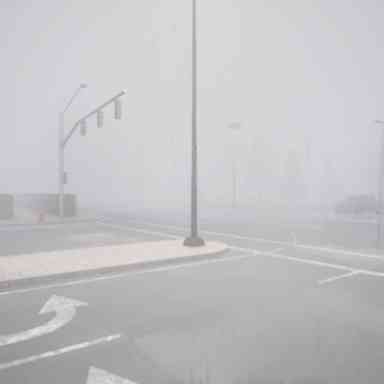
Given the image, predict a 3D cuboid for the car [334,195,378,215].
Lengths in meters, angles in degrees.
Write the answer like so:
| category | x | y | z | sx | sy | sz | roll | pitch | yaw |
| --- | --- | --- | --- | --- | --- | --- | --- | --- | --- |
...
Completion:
| category | x | y | z | sx | sy | sz | roll | pitch | yaw |
| --- | --- | --- | --- | --- | --- | --- | --- | --- | --- |
| car | 17.066 | 1.347 | 34.450 | 5.566 | 2.045 | 2.150 | -2 | 1 | -35 |
